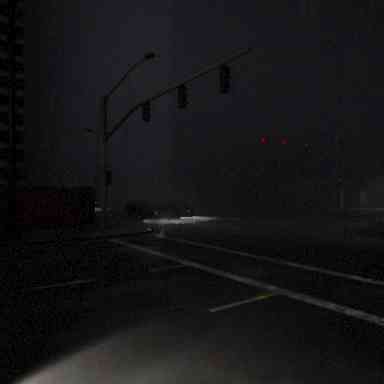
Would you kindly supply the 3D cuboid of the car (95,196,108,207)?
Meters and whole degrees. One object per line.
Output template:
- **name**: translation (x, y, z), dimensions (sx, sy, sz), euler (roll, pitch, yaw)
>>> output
- **car**: translation (-14.149, 1.327, 49.069), dimensions (2.097, 1.767, 4.553), euler (0, 0, -35)

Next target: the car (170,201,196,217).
- **car**: translation (-1.445, 1.541, 31.328), dimensions (1.994, 1.385, 4.181), euler (0, 0, -36)

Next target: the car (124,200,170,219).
- **car**: translation (-4.356, 1.473, 29.380), dimensions (2.128, 1.511, 4.902), euler (0, 0, -36)
